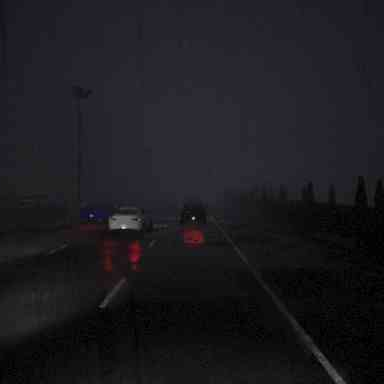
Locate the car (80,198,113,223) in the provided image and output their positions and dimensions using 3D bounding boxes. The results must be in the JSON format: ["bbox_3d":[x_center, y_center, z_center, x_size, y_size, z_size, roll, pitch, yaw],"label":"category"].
[{"bbox_3d":[-6.900,1.470,25.296,1.882,1.535,5.008,0,0,0],"label":"car"}]

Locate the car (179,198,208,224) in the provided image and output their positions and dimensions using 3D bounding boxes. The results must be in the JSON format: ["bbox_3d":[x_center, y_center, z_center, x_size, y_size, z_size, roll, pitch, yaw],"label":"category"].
[{"bbox_3d":[0.100,1.499,24.854,1.837,1.490,4.892,0,0,0],"label":"car"}]

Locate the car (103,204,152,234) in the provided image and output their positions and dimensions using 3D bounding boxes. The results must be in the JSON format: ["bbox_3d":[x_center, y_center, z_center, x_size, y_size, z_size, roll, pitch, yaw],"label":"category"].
[{"bbox_3d":[-3.400,1.520,18.873,1.812,1.442,4.674,0,0,0],"label":"car"}]

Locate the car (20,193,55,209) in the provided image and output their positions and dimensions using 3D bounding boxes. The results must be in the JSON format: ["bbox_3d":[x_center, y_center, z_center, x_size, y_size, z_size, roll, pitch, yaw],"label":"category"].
[{"bbox_3d":[-21.031,1.209,45.677,2.150,2.045,5.566,0,0,1],"label":"car"}]

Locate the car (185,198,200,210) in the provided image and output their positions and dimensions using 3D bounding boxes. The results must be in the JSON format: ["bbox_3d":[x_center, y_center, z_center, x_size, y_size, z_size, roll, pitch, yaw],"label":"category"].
[{"bbox_3d":[0.101,1.513,42.802,1.812,1.442,4.674,0,0,0],"label":"car"}]

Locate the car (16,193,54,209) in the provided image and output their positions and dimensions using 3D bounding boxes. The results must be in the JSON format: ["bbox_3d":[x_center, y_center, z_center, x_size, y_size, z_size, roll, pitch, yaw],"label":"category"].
[{"bbox_3d":[-17.561,1.212,37.513,2.150,2.045,5.566,0,0,0],"label":"car"}]
